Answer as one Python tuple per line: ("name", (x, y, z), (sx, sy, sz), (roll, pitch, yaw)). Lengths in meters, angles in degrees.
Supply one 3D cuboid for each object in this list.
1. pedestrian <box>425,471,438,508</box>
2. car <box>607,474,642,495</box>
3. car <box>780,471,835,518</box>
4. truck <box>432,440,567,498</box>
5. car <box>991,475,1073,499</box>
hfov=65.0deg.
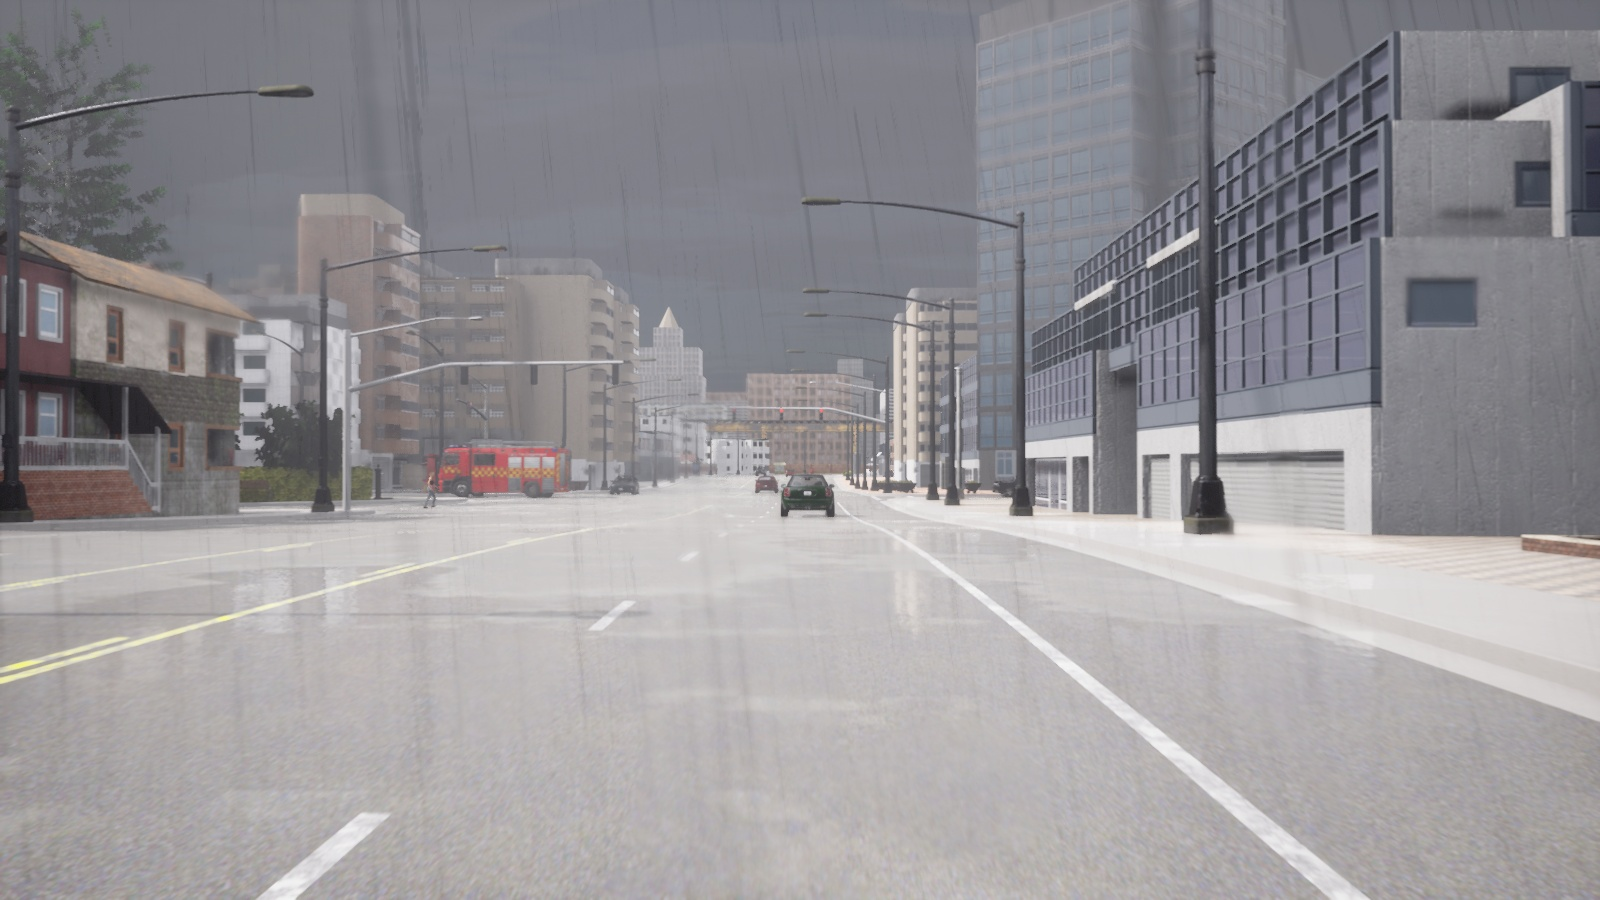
("pedestrian", (-18.055, 1.926, 61.526), (0.594, 1.836, 0.345), (0, -1, -21))
("car", (-13.437, 2.628, 96.325), (2.007, 1.525, 4.514), (0, -1, 0))
("car", (0.301, 1.757, 50.194), (2.097, 1.767, 4.553), (0, -2, 0))
("truck", (-20.351, 1.294, 85.262), (8.468, 3.827, 2.891), (0, -1, 9))
("car", (14.973, 2.391, 81.311), (4.902, 1.511, 2.128), (0, -1, 1))
